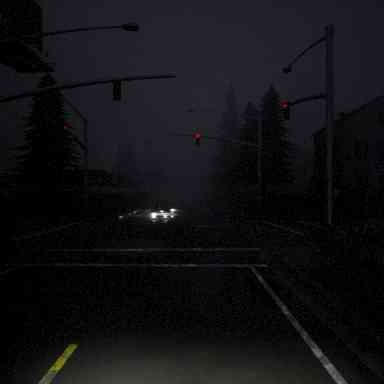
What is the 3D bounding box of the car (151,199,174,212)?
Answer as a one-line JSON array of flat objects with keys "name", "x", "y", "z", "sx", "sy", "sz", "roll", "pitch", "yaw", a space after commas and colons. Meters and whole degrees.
[{"name": "car", "x": -3.468, "y": 1.564, "z": 37.691, "sx": 1.994, "sy": 1.385, "sz": 4.181, "roll": 0, "pitch": 0, "yaw": 0}]
